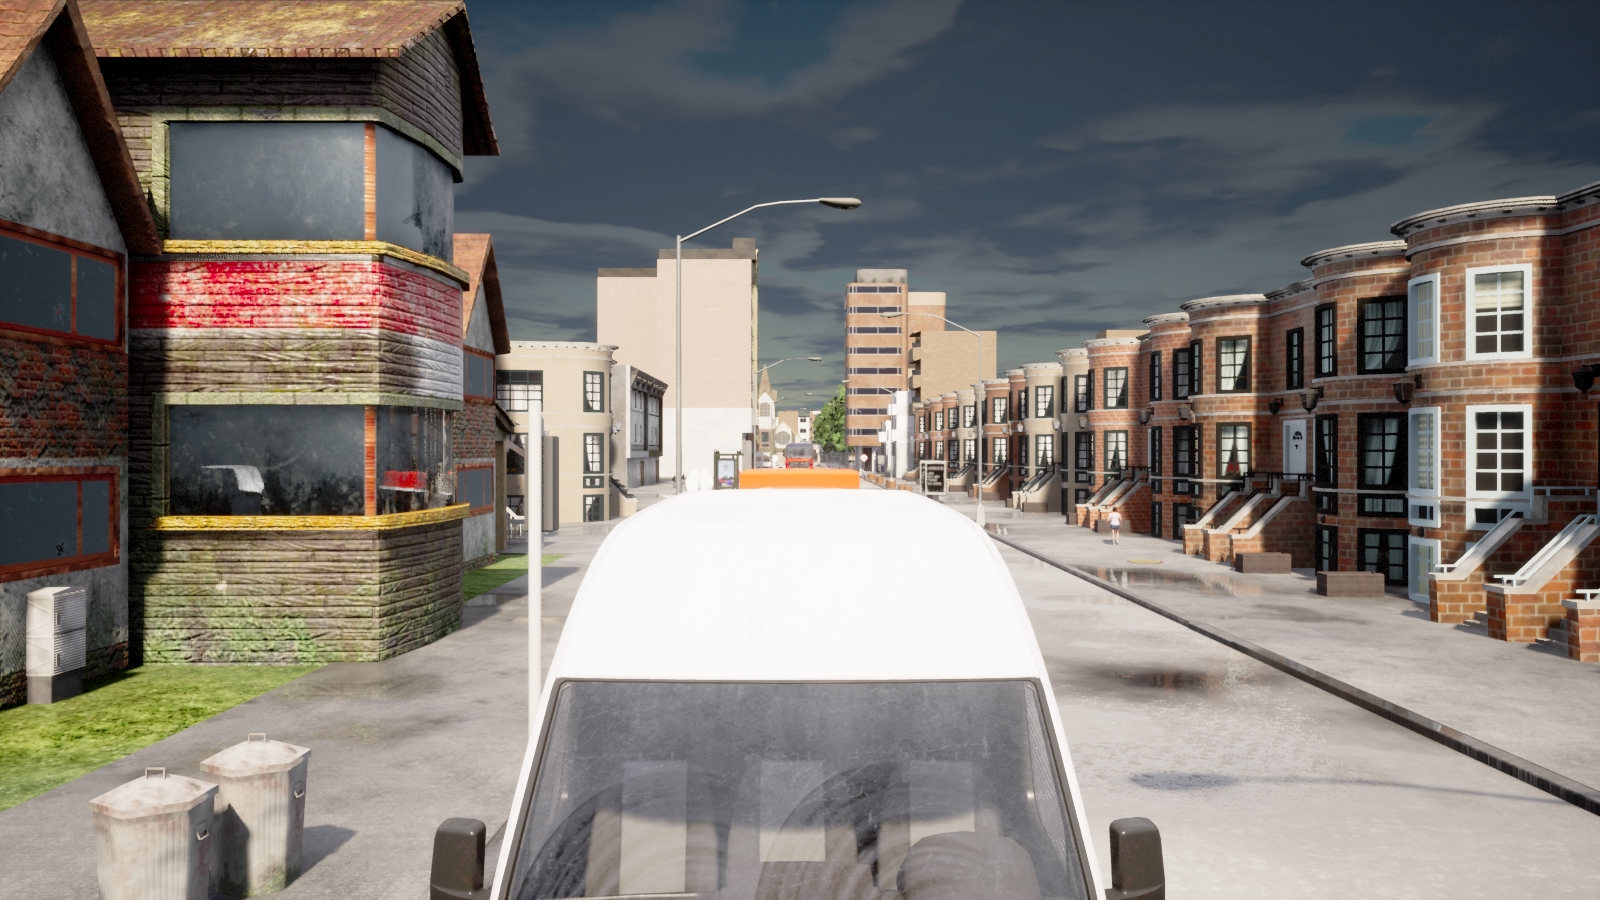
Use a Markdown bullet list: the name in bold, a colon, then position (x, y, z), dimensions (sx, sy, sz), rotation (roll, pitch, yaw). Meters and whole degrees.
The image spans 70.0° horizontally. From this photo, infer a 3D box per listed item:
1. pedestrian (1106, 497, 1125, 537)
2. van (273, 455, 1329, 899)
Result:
- **pedestrian**: position (9.019, 1.903, 32.652), dimensions (0.500, 1.100, 0.500), rotation (0, 0, 11)
- **van**: position (-0.003, 1.314, 5.110), dimensions (1.988, 2.561, 5.915), rotation (0, 0, 0)
